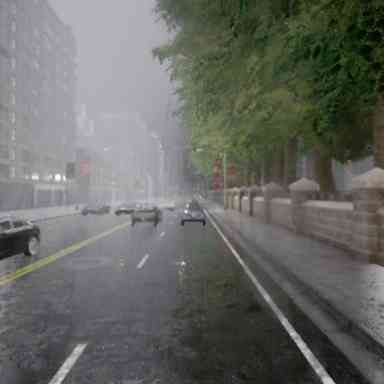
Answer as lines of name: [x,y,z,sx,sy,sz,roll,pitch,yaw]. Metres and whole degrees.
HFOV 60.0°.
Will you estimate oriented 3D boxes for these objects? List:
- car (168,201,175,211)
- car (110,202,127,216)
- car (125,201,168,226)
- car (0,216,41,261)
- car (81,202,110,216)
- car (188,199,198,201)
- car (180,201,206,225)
car: [-3.162,1.792,42.850,1.895,1.301,4.718,0,0,0]
car: [-6.518,1.703,34.325,2.033,1.411,5.357,0,0,1]
car: [-3.199,1.604,24.379,2.128,1.511,4.902,0,0,1]
car: [-6.570,1.541,10.539,2.128,1.511,4.902,0,0,0]
car: [-9.769,1.703,34.352,2.033,1.411,5.357,0,0,0]
car: [0.097,1.712,46.057,1.837,1.490,4.892,0,0,0]
car: [0.099,1.664,25.246,2.033,1.411,5.357,0,0,0]
